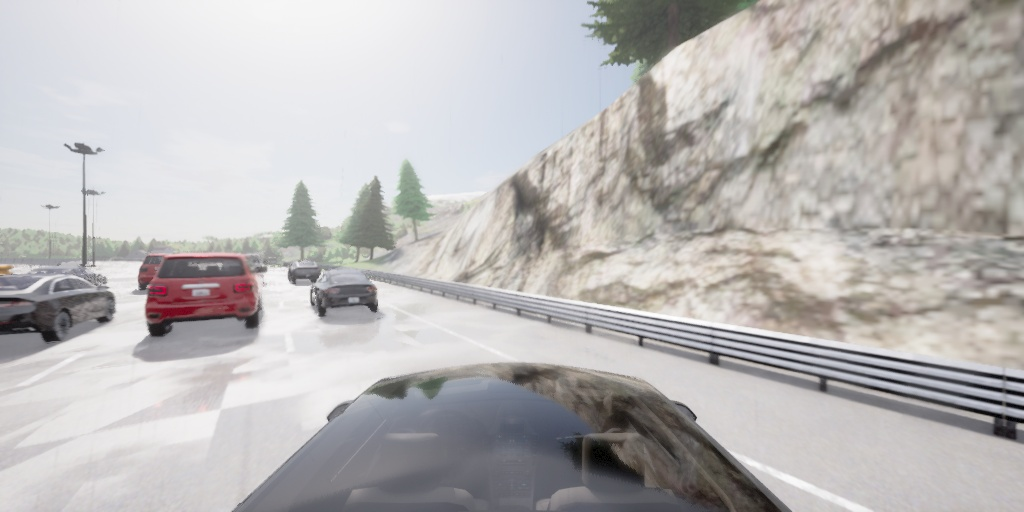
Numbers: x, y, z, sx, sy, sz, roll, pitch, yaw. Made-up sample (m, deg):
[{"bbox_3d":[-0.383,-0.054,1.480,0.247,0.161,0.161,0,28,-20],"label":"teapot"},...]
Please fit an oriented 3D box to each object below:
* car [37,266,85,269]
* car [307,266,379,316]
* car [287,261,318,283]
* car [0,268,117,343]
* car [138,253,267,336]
[{"bbox_3d":[-21.832,1.206,17.446,2.033,1.411,5.357,0,0,-34],"label":"car"},{"bbox_3d":[-6.212,1.221,13.155,1.812,1.442,4.674,0,0,-33],"label":"car"},{"bbox_3d":[-15.298,1.121,26.432,2.128,1.511,4.902,0,0,-35],"label":"car"},{"bbox_3d":[-11.754,1.195,8.842,2.128,1.511,4.902,0,0,-33],"label":"car"},{"bbox_3d":[-8.695,0.925,10.578,2.150,2.045,5.566,0,0,-33],"label":"car"}]
